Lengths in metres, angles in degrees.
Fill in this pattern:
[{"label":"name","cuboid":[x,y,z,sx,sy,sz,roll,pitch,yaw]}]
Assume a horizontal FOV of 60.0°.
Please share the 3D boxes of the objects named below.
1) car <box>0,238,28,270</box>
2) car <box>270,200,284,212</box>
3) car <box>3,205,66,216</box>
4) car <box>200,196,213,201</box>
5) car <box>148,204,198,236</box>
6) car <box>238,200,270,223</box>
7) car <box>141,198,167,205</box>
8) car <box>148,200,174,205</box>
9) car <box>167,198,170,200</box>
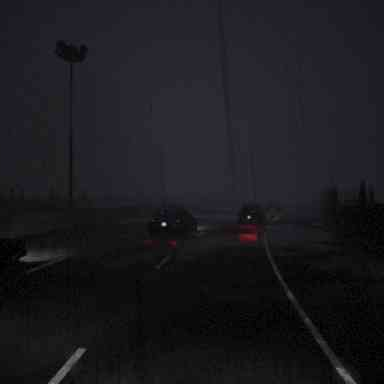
[{"label":"car","cuboid":[-6.369,1.558,8.143,2.033,1.411,5.357,0,0,6]},{"label":"car","cuboid":[10.369,1.725,41.929,1.812,1.442,4.674,0,0,20]},{"label":"car","cuboid":[-10.889,1.616,23.431,2.033,1.411,5.357,0,0,14]},{"label":"car","cuboid":[2.835,1.557,62.420,1.837,1.490,4.892,0,0,20]},{"label":"car","cuboid":[-0.966,1.621,18.762,1.994,1.385,4.181,0,0,13]},{"label":"car","cuboid":[4.902,1.603,26.571,1.837,1.490,4.892,0,0,18]},{"label":"car","cuboid":[-5.870,1.792,48.949,1.994,1.385,4.181,0,-1,21]},{"label":"car","cuboid":[-1.777,1.668,28.626,1.994,1.385,4.181,0,0,18]},{"label":"car","cuboid":[-5.231,1.829,60.747,1.837,1.490,4.892,0,-1,20]}]
